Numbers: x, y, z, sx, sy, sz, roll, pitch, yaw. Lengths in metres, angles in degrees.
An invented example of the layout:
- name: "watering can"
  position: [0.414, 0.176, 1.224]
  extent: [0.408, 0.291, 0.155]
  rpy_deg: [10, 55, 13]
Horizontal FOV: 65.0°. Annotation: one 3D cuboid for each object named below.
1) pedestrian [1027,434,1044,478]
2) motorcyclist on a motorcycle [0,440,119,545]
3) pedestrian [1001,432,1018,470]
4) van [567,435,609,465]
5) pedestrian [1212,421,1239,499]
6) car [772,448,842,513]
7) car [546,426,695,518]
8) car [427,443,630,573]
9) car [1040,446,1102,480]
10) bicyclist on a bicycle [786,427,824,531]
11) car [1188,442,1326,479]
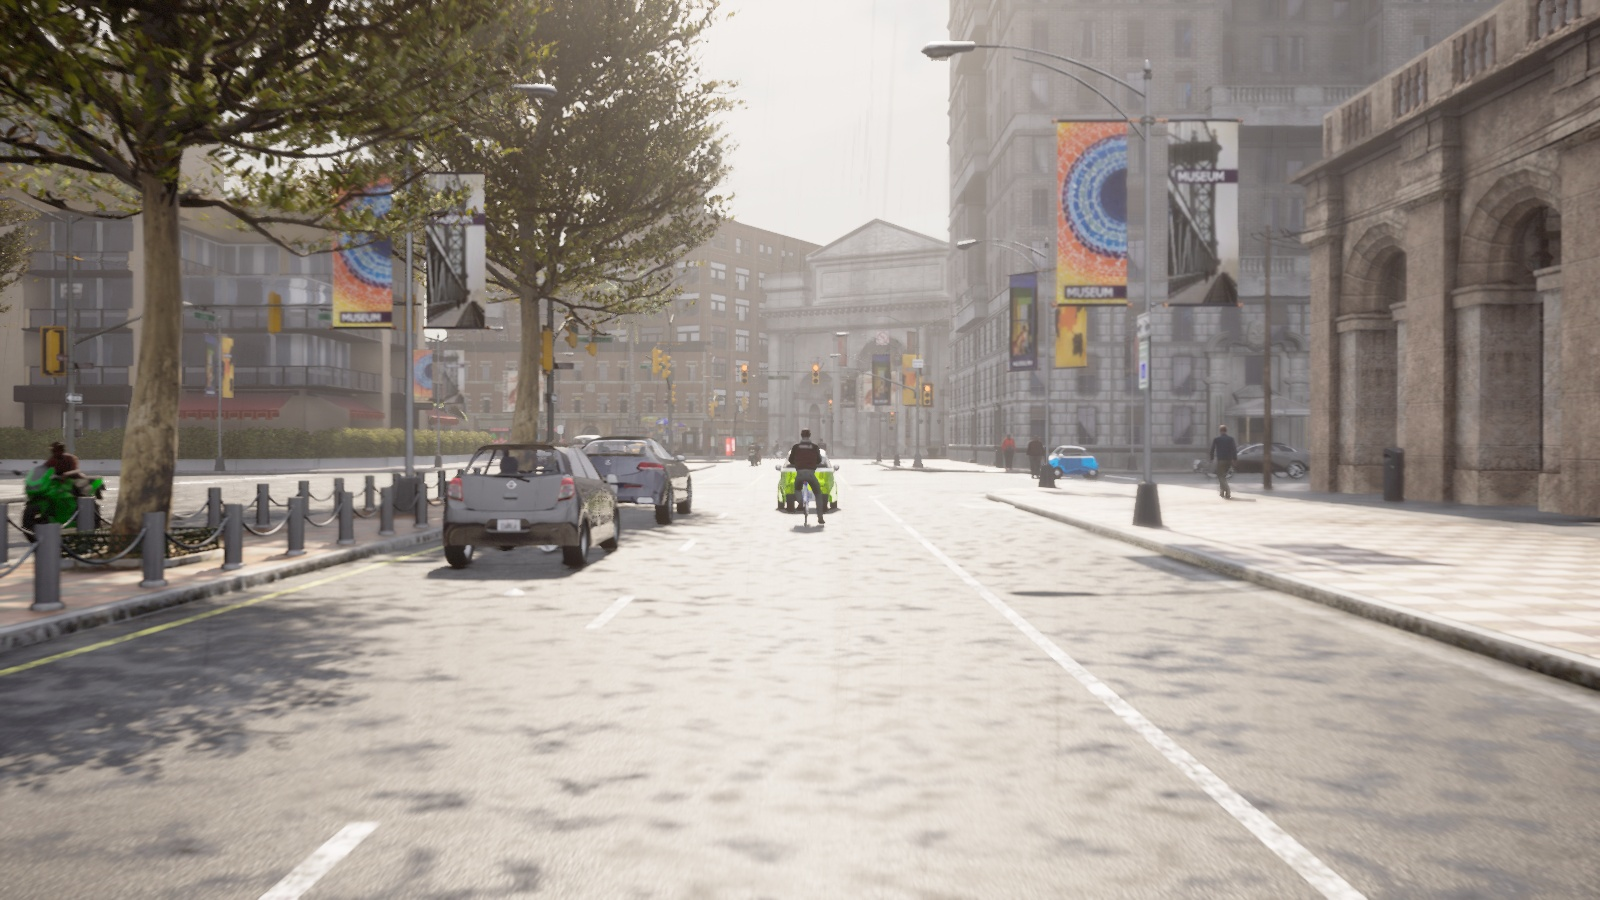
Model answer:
- name: "pedestrian"
  position: [9.866, 0.249, 52.585]
  extent: [0.634, 1.844, 0.899]
  rpy_deg: [0, 0, 14]
- name: "motorcyclist on a motorcycle"
  position: [-11.376, 0.611, 19.209]
  extent: [0.797, 1.523, 2.044]
  rpy_deg: [0, 0, 0]
- name: "pedestrian"
  position: [10.309, 0.063, 61.863]
  extent: [0.634, 1.844, 0.899]
  rpy_deg: [0, 0, -4]
- name: "van"
  position: [-14.497, -0.027, 86.013]
  extent: [2.069, 2.038, 4.480]
  rpy_deg: [0, 0, 0]
- name: "pedestrian"
  position: [10.178, 0.242, 30.060]
  extent: [0.402, 1.842, 0.726]
  rpy_deg: [0, 0, 0]
- name: "car"
  position: [0.162, 0.644, 27.886]
  extent: [1.481, 1.376, 2.207]
  rpy_deg: [0, 1, 1]
- name: "car"
  position: [-3.421, 0.382, 24.974]
  extent: [2.152, 1.651, 5.027]
  rpy_deg: [0, 0, 1]
- name: "car"
  position: [-3.392, 0.665, 16.357]
  extent: [1.845, 1.501, 3.633]
  rpy_deg: [0, 0, 0]
- name: "car"
  position: [11.189, 0.518, 51.926]
  extent: [2.207, 1.376, 1.481]
  rpy_deg: [0, 0, 0]
- name: "bicyclist on a bicycle"
  position: [0.106, 0.490, 22.522]
  extent: [0.659, 1.776, 1.843]
  rpy_deg: [0, 1, 1]
- name: "car"
  position: [18.832, 0.425, 51.926]
  extent: [4.902, 1.511, 2.128]
  rpy_deg: [0, 0, 0]
